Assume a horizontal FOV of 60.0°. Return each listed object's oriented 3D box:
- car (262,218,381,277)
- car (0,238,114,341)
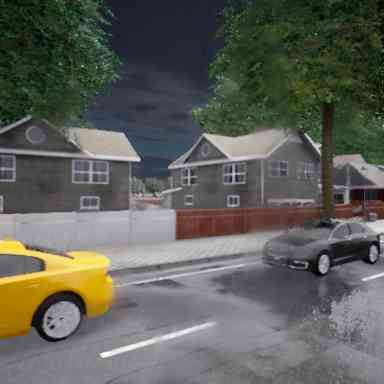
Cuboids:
[{"bbox_3d":[4.380,1.656,10.958,4.892,1.490,1.837,1,-1,-36],"label":"car"},{"bbox_3d":[-3.700,1.509,5.009,5.008,1.535,1.882,1,-1,-36],"label":"car"}]
